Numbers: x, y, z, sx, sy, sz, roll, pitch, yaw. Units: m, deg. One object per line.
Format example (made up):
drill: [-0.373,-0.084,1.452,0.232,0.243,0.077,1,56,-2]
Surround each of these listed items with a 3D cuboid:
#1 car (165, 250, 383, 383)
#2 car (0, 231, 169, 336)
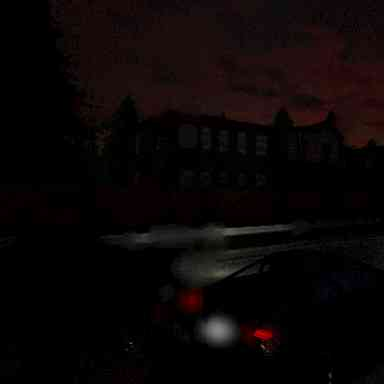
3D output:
car: [1.955,1.609,5.025,4.181,1.385,1.994,1,0,-34]
car: [-2.363,1.493,6.311,5.008,1.535,1.882,1,0,-34]
